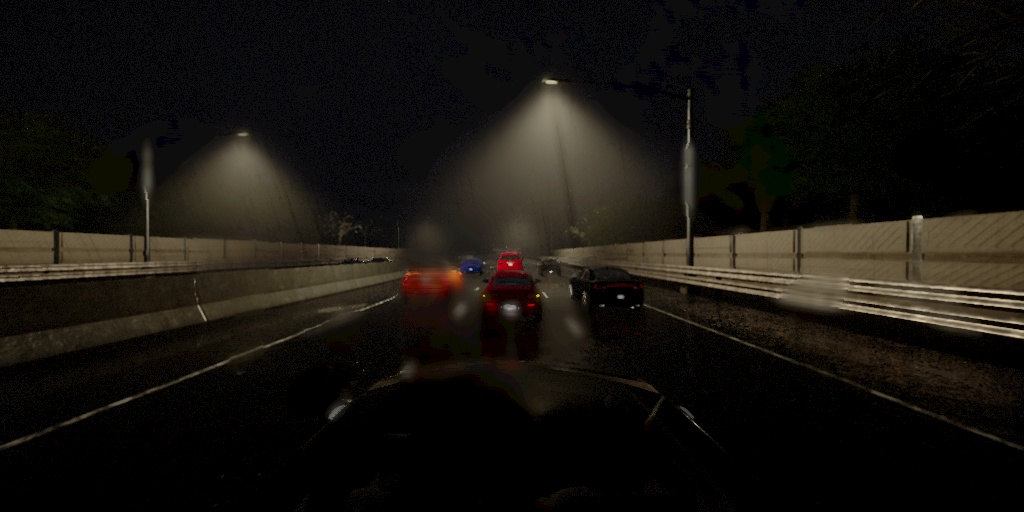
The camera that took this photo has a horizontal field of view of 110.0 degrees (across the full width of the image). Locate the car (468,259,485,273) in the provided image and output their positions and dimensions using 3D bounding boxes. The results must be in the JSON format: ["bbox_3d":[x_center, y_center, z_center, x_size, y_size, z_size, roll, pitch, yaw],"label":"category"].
[{"bbox_3d":[-3.638,1.013,33.956,1.882,1.535,5.008,0,0,0],"label":"car"}]

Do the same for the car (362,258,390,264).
[{"bbox_3d":[-17.910,0.963,48.226,1.837,1.490,4.892,0,0,0],"label":"car"}]

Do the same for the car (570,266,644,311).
[{"bbox_3d":[3.486,1.134,13.998,1.882,1.535,5.008,0,1,0],"label":"car"}]

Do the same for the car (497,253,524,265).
[{"bbox_3d":[-0.124,0.770,31.389,2.150,2.045,5.566,0,0,0],"label":"car"}]

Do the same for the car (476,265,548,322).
[{"bbox_3d":[-0.010,1.198,11.846,1.812,1.442,4.674,0,1,0],"label":"car"}]

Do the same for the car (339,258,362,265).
[{"bbox_3d":[-21.408,1.023,48.008,1.994,1.385,4.181,0,0,0],"label":"car"}]

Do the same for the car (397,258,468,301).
[{"bbox_3d":[-3.524,0.992,16.790,2.097,1.767,4.553,0,0,0],"label":"car"}]

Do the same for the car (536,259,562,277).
[{"bbox_3d":[3.368,1.047,32.611,1.837,1.490,4.892,0,0,0],"label":"car"}]
